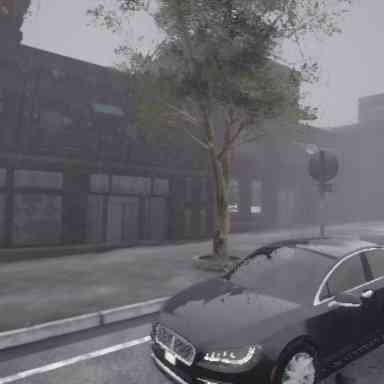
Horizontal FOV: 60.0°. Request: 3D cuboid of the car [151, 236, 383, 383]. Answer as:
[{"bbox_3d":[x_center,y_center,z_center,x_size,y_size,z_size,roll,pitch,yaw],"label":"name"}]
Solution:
[{"bbox_3d":[1.745,1.493,4.930,4.892,1.490,1.837,0,0,-35],"label":"car"}]
